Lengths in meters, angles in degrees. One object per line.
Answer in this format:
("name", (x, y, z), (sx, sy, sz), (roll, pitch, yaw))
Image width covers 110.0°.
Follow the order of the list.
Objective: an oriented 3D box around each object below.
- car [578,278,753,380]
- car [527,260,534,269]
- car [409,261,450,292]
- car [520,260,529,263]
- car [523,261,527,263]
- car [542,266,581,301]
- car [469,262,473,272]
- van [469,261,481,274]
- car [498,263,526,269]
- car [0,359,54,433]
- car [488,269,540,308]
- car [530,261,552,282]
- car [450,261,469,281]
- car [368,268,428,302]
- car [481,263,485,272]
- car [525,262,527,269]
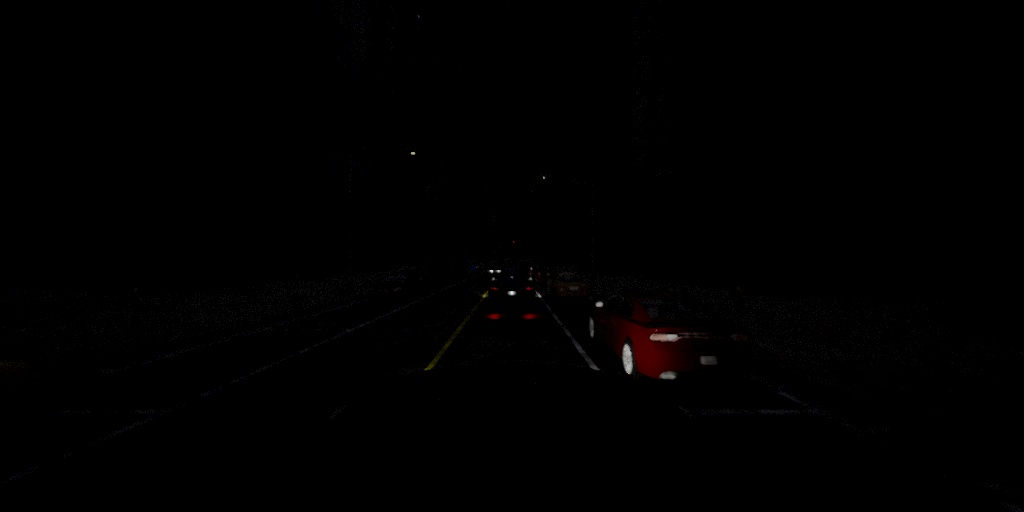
("car", (2.761, 1.346, 7.250), (1.888, 1.381, 4.507), (0, 0, 0))
("car", (2.758, 1.502, 34.374), (1.967, 1.591, 4.097), (0, 0, 0))
("car", (-5.766, 1.271, 23.533), (2.192, 1.841, 5.009), (0, 0, 0))
("car", (2.755, 1.594, 56.073), (2.192, 1.841, 5.009), (0, 0, 0))
("car", (2.757, 1.721, 45.223), (2.007, 1.370, 4.403), (0, 0, 0))
("car", (2.760, 1.429, 18.270), (1.751, 1.417, 4.829), (0, 0, 0))
("car", (-5.768, 1.662, 39.810), (1.888, 1.381, 4.507), (0, 0, 0))
("van", (-5.769, 1.566, 50.662), (1.690, 1.789, 3.998), (0, 0, 0))
("car", (0.003, 1.557, 31.218), (1.812, 1.442, 4.674), (0, 0, 0))
("car", (-5.763, 1.276, 1.660), (1.751, 1.417, 4.829), (0, 0, 0))
("car", (0.003, 1.450, 16.145), (1.994, 1.385, 4.181), (0, -1, 0))
("car", (2.759, 1.449, 28.949), (1.967, 1.591, 4.097), (0, 0, 0))
("car", (-5.767, 1.377, 34.385), (2.192, 1.841, 5.009), (0, 0, 0))
("car", (-5.765, 1.486, 18.108), (1.802, 1.307, 4.207), (0, 0, 0))
("car", (-5.770, 1.719, 56.088), (1.967, 1.591, 4.097), (0, 0, 0))
("car", (2.756, 1.662, 39.799), (1.888, 1.381, 4.507), (0, 0, 0))
